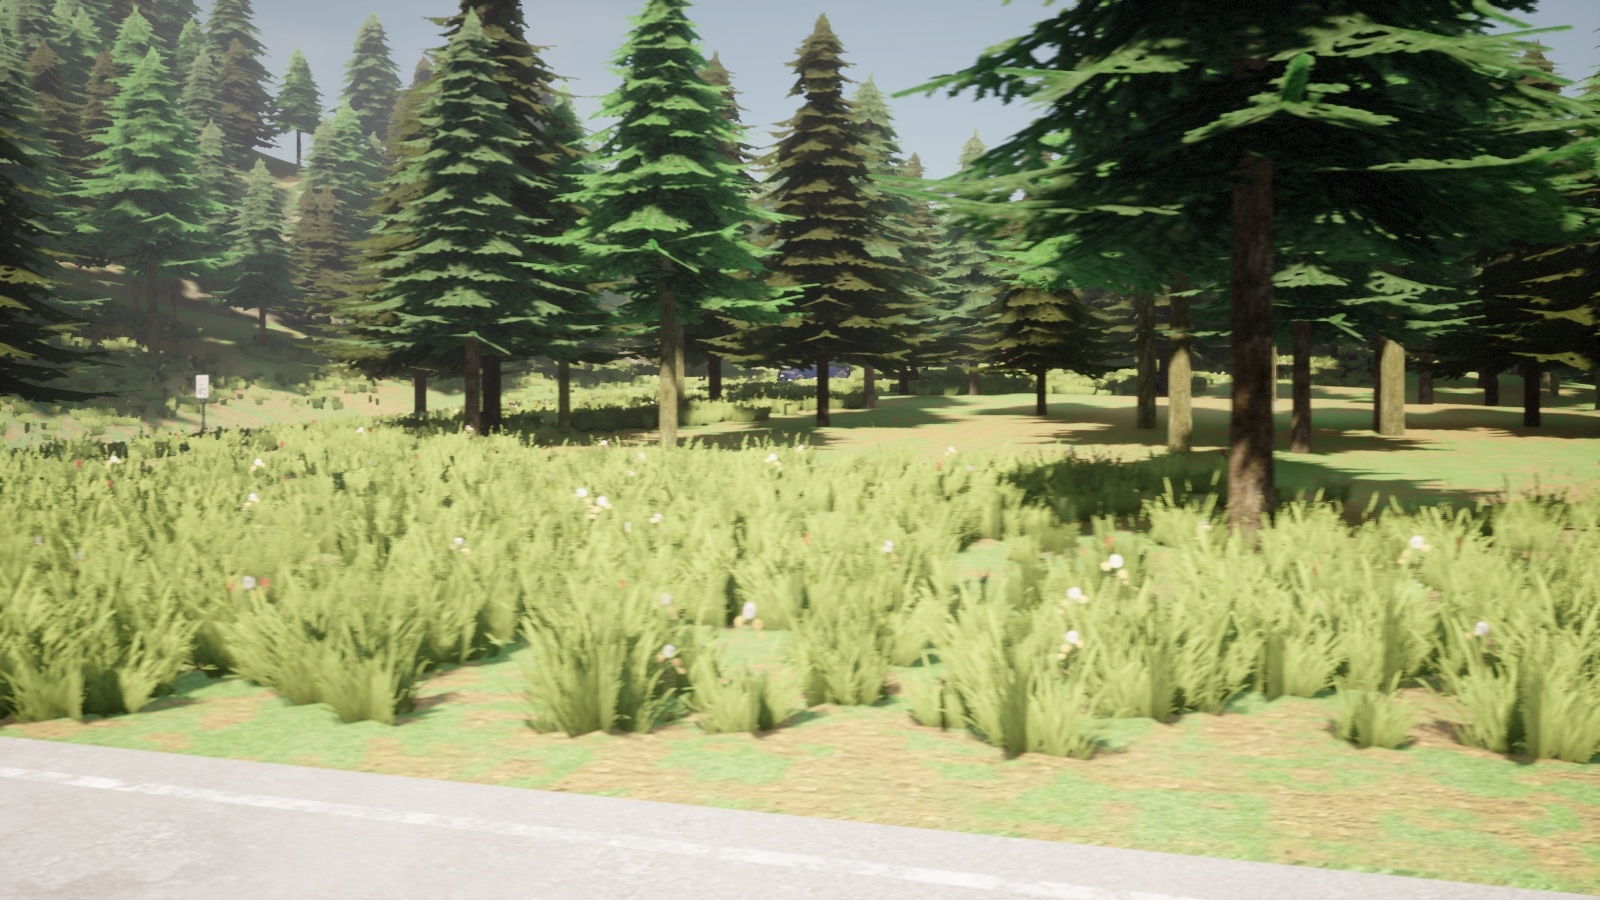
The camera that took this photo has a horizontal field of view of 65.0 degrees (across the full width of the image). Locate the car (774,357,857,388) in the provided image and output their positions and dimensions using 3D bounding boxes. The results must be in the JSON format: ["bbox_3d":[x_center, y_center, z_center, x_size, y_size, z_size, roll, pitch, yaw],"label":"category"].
[{"bbox_3d":[0.888,-4.365,70.854,4.181,1.385,1.994,-6,4,-28],"label":"car"}]
